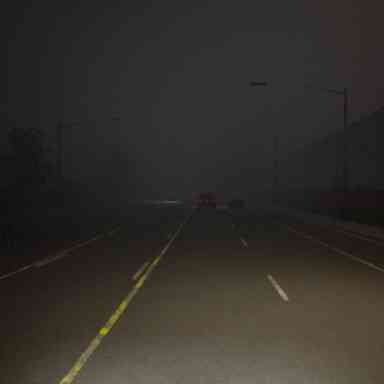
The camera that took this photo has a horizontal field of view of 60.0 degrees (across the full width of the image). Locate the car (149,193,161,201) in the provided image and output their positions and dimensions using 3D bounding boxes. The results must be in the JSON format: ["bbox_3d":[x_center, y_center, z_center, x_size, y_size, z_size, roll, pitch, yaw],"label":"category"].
[{"bbox_3d":[-7.479,0.987,67.839,1.882,1.535,5.008,0,1,3],"label":"car"}]

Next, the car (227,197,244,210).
[{"bbox_3d":[5.399,1.336,41.448,1.882,1.535,5.008,0,1,3],"label":"car"}]

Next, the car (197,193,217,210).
[{"bbox_3d":[1.849,1.079,40.503,2.150,2.045,5.566,0,1,3],"label":"car"}]

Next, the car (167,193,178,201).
[{"bbox_3d":[-3.982,1.039,67.693,2.128,1.511,4.902,0,1,3],"label":"car"}]
